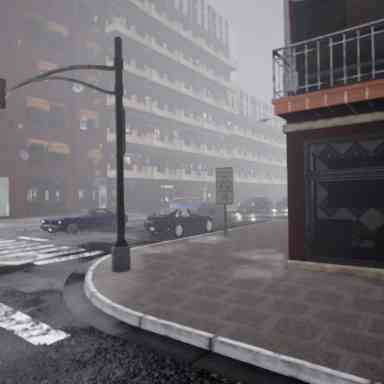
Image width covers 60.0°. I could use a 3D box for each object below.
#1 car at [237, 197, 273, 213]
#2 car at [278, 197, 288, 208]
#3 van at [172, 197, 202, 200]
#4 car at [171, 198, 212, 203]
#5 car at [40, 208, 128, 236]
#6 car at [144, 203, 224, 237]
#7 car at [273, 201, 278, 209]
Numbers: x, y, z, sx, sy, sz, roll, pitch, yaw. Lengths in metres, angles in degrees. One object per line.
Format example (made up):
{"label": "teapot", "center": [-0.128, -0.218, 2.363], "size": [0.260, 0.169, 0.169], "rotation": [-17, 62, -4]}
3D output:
{"label": "car", "center": [6.727, 1.298, 36.261], "size": [2.097, 1.767, 4.553], "rotation": [-1, -1, 35]}
{"label": "car", "center": [12.711, 1.403, 44.517], "size": [1.882, 1.535, 5.008], "rotation": [-1, -1, 36]}
{"label": "van", "center": [-0.447, 1.355, 30.466], "size": [1.690, 1.788, 3.998], "rotation": [-1, -1, 36]}
{"label": "car", "center": [0.723, 1.515, 27.863], "size": [2.033, 1.411, 5.357], "rotation": [-1, -1, 35]}
{"label": "car", "center": [-5.899, 1.595, 18.584], "size": [1.895, 1.301, 4.718], "rotation": [-1, -1, 35]}
{"label": "car", "center": [-0.524, 1.430, 16.821], "size": [2.008, 1.369, 4.403], "rotation": [-1, -1, 36]}
{"label": "car", "center": [9.284, 1.421, 44.053], "size": [1.967, 1.590, 4.097], "rotation": [-1, -1, 36]}
